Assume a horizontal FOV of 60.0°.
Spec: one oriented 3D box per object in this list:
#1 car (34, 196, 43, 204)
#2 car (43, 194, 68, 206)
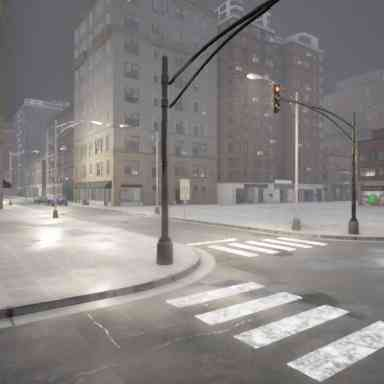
[{"bbox_3d":[-25.417,1.287,56.319,1.994,1.385,4.181,0,0,-36],"label":"car"},{"bbox_3d":[-19.624,1.118,48.205,2.097,1.767,4.553,0,0,-36],"label":"car"}]
